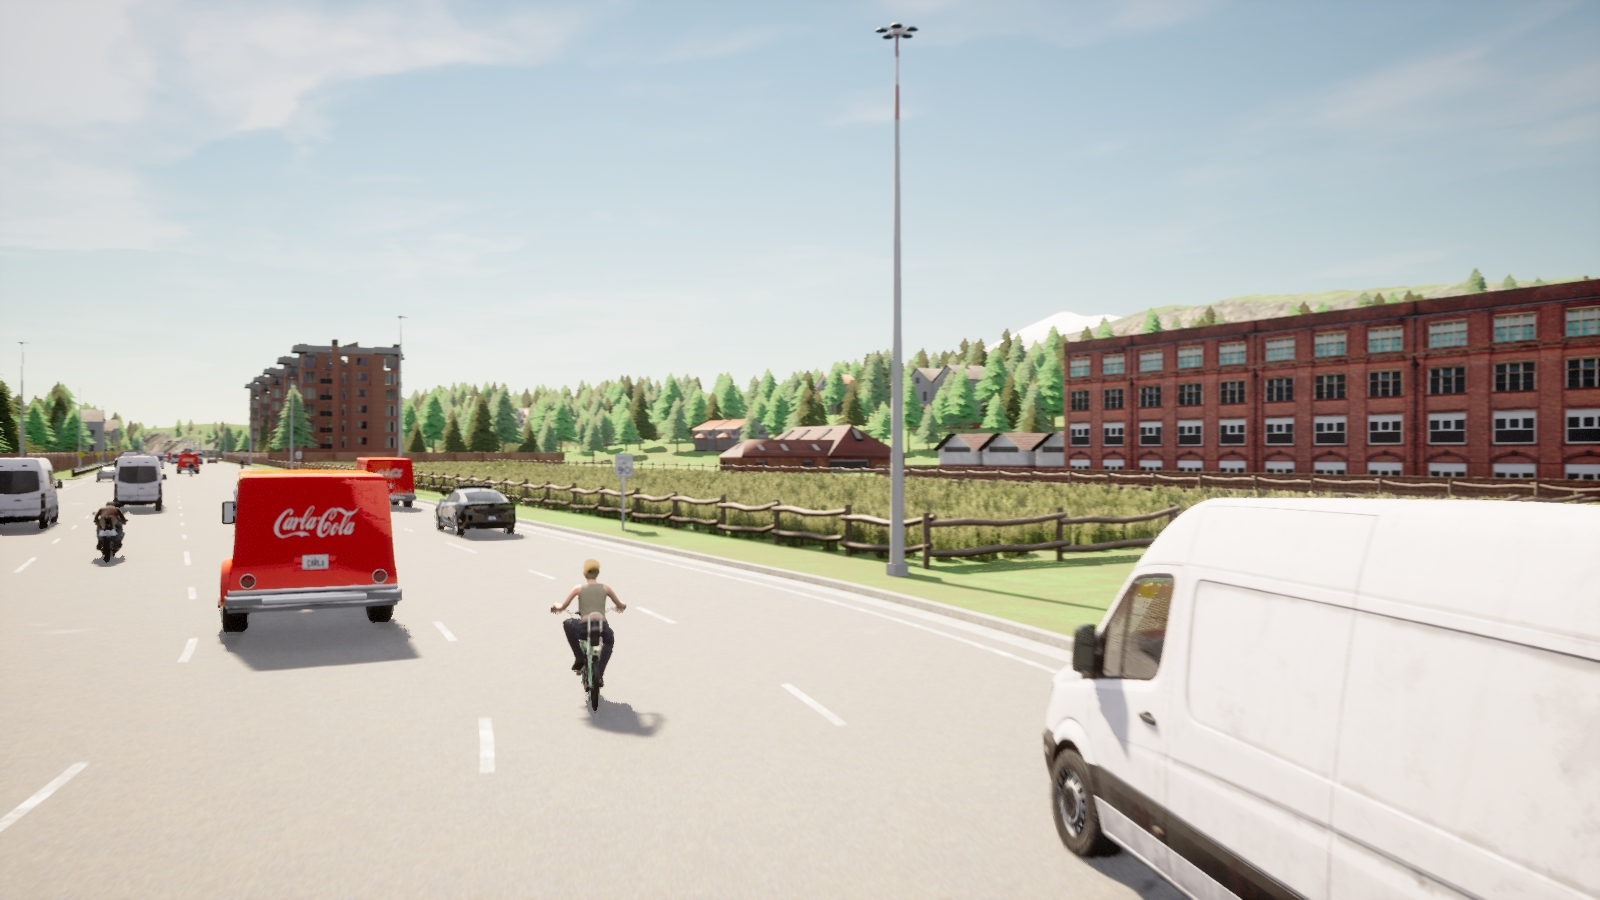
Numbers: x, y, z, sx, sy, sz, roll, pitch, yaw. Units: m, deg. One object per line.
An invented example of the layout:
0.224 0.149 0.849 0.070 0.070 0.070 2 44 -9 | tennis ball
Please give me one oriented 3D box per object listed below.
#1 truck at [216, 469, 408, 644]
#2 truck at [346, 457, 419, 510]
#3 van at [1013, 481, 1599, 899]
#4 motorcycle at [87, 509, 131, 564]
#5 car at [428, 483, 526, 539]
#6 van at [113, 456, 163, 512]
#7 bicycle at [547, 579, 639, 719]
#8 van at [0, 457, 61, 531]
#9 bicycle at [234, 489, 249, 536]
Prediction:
-8.412 1.581 19.387 2.627 2.467 5.204 0 0 -27 | truck
-20.822 1.613 56.813 2.627 2.467 5.204 0 0 -29 | truck
3.130 1.538 6.185 1.988 2.561 5.915 1 0 -9 | van
-17.982 2.229 29.780 0.867 1.251 2.209 0 0 -28 | motorcycle
-11.125 2.011 39.117 2.097 1.638 5.238 0 0 -29 | car
-32.170 1.579 55.646 1.988 2.561 5.915 0 0 -29 | van
-2.335 2.168 12.747 0.859 1.276 1.487 0 0 -16 | bicycle
-29.106 1.570 42.776 1.988 2.561 5.915 0 0 -29 | van
-18.714 2.086 38.260 0.373 1.496 1.643 0 -1 -28 | bicycle
